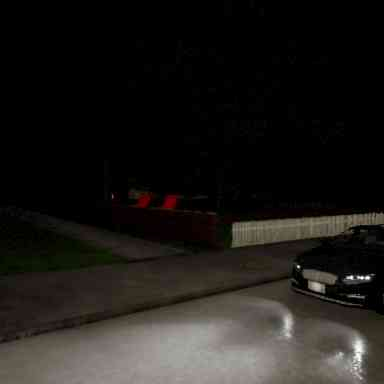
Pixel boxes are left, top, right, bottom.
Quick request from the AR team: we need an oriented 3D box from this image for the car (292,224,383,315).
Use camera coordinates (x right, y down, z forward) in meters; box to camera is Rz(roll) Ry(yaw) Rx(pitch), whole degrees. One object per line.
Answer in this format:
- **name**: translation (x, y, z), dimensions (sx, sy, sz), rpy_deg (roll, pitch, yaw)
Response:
- **car**: translation (4.346, 1.542, 7.704), dimensions (4.902, 1.511, 2.128), rpy_deg (0, 0, -35)

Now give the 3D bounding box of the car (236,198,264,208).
- **car**: translation (8.808, 1.730, 50.730), dimensions (2.128, 1.511, 4.902), rpy_deg (0, 0, -36)
